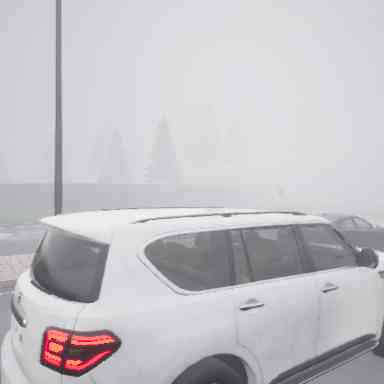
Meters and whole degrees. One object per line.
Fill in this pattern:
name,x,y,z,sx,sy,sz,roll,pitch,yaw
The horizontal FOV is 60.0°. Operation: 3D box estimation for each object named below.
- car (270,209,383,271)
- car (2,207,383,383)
car,5.162,1.486,11.731,5.008,1.535,1.882,0,0,-36
car,0.754,1.221,4.287,5.566,2.045,2.150,0,0,-35
